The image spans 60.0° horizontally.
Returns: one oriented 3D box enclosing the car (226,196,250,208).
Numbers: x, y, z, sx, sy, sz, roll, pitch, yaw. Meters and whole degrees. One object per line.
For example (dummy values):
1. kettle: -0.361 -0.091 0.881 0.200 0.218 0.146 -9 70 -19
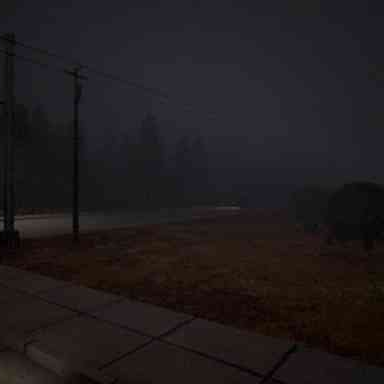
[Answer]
1. car: 6.656 1.401 47.683 1.837 1.490 4.892 0 0 37
